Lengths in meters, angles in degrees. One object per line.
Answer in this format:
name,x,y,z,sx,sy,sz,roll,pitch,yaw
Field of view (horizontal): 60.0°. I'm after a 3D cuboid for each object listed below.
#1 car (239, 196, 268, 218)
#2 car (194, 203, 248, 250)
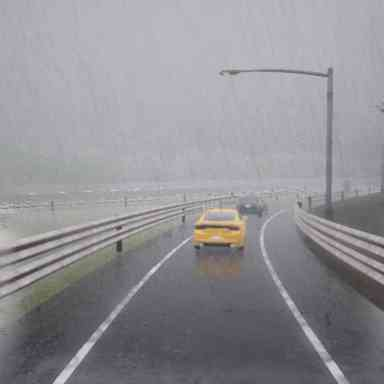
car,5.190,1.148,28.372,2.097,1.767,4.553,1,1,20
car,1.311,1.454,14.257,1.882,1.535,5.008,0,0,10
